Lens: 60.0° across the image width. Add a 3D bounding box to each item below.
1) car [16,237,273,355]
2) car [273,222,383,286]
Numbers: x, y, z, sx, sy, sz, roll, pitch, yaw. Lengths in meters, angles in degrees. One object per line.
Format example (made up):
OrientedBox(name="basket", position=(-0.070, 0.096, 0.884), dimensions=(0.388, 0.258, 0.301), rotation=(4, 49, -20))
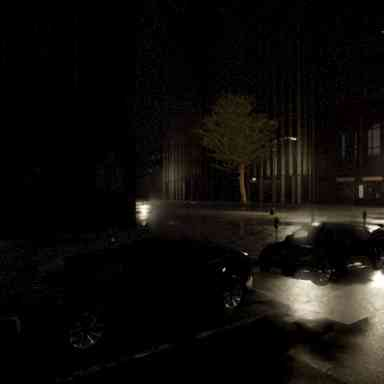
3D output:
OrientedBox(name="car", position=(-0.762, 1.565, 6.116), dimensions=(4.313, 1.339, 1.947), rotation=(0, 0, -36))
OrientedBox(name="car", position=(3.817, 1.564, 9.403), dimensions=(4.313, 1.339, 1.947), rotation=(0, 0, -36))
